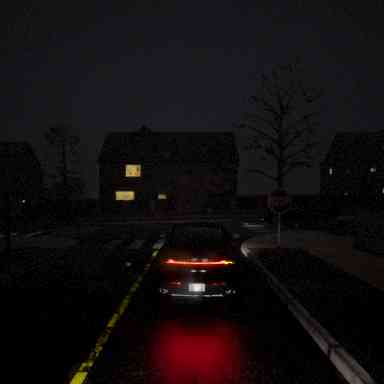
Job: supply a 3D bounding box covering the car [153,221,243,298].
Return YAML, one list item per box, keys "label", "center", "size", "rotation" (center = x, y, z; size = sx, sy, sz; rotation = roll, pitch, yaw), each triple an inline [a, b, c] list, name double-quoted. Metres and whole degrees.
- label: "car"
  center: [0.187, 1.505, 8.520]
  size: [1.837, 1.490, 4.892]
  rotation: [0, 0, 2]

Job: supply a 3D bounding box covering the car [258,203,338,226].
- label: "car"
  center: [6.711, 1.381, 21.411]
  size: [4.718, 1.301, 1.895]
  rotation: [-1, 1, -4]
